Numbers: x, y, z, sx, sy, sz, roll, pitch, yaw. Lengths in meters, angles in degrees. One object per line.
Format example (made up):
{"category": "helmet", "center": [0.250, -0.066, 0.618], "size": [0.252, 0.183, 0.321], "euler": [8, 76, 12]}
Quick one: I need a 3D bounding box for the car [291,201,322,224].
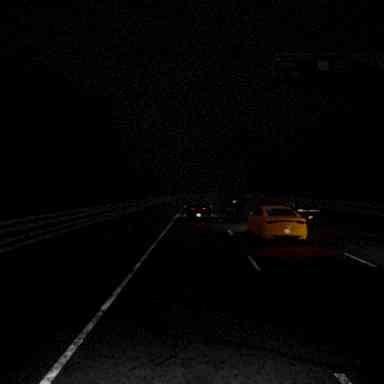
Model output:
{"category": "car", "center": [7.471, 1.373, 23.241], "size": [2.128, 1.511, 4.902], "euler": [0, 0, 1]}

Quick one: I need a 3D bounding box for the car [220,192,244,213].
{"category": "car", "center": [4.170, 1.050, 34.865], "size": [2.150, 2.045, 5.566], "euler": [0, 0, 1]}

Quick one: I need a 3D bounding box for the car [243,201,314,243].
{"category": "car", "center": [3.846, 1.388, 15.732], "size": [1.882, 1.535, 5.008], "euler": [0, 0, 1]}

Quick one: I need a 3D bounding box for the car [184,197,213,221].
{"category": "car", "center": [0.507, 1.358, 25.622], "size": [1.837, 1.490, 4.892], "euler": [0, 0, 1]}
